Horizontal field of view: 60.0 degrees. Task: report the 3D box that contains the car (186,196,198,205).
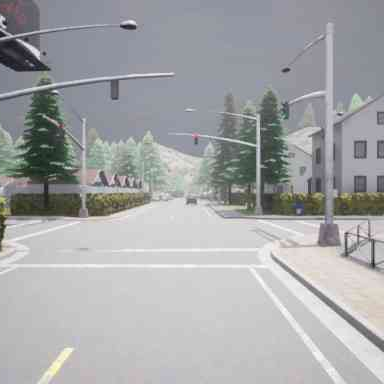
[{"bbox_3d":[-0.081,1.504,59.182,1.837,1.490,4.892,0,0,0],"label":"car"}]
